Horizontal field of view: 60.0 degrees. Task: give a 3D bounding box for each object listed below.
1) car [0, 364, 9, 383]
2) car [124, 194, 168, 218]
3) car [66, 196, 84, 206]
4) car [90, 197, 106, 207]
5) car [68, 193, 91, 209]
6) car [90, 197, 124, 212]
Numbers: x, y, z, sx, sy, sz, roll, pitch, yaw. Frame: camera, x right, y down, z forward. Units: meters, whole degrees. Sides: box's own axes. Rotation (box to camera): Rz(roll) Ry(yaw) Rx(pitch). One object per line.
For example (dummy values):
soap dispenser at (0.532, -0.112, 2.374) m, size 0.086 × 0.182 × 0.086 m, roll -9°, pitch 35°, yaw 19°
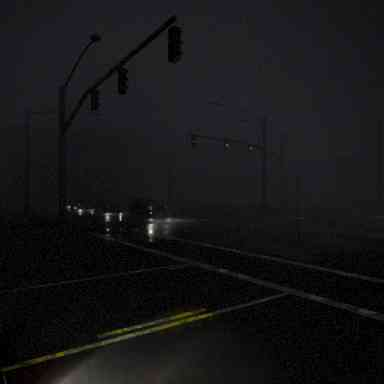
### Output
car at (-3.632, 1.547, 1.216) m, size 5.357 × 1.411 × 2.033 m, roll 0°, pitch 0°, yaw -35°
car at (-4.036, 1.352, 30.468) m, size 2.097 × 1.767 × 4.553 m, roll 0°, pitch 0°, yaw -36°
car at (-19.597, 1.492, 56.043) m, size 2.128 × 1.511 × 4.902 m, roll 0°, pitch 0°, yaw -10°
car at (-15.213, 1.526, 53.680) m, size 1.812 × 1.442 × 4.674 m, roll 0°, pitch 0°, yaw -23°
car at (-15.559, 1.221, 46.656) m, size 2.150 × 2.045 × 5.566 m, roll 0°, pitch 0°, yaw -33°
car at (-9.818, 1.526, 38.474) m, size 1.812 × 1.442 × 4.674 m, roll 0°, pitch 0°, yaw -36°
